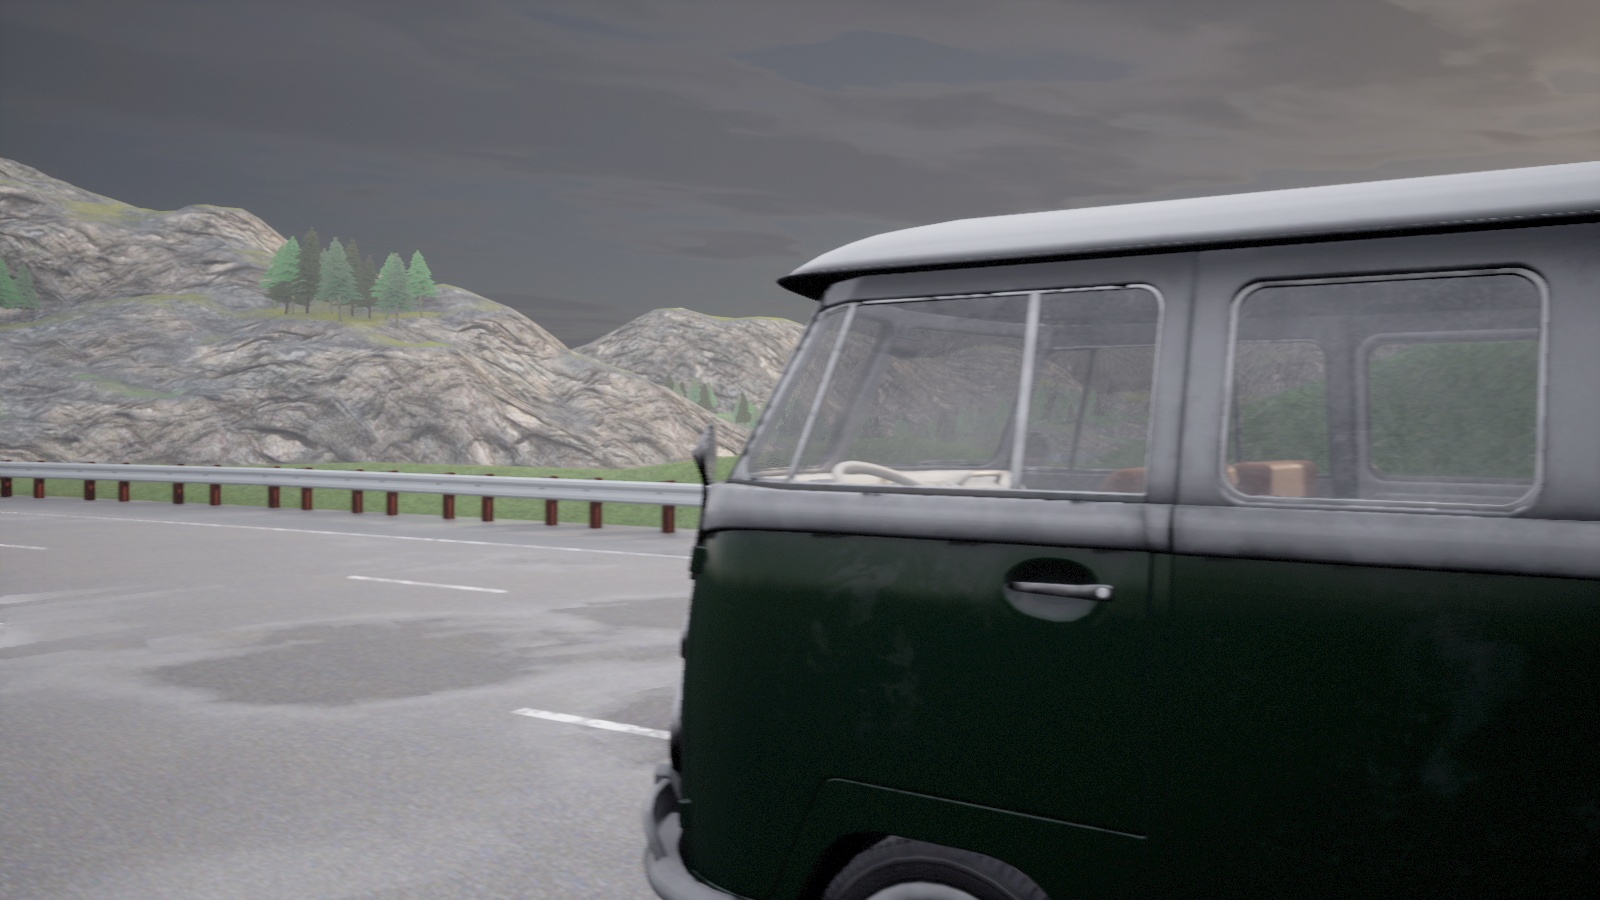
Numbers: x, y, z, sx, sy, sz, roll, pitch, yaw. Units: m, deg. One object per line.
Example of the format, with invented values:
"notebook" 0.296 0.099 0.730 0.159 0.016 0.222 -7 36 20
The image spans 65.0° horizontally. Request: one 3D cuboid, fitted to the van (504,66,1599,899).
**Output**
"van" 1.642 0.433 2.537 4.442 1.987 1.775 0 1 33
